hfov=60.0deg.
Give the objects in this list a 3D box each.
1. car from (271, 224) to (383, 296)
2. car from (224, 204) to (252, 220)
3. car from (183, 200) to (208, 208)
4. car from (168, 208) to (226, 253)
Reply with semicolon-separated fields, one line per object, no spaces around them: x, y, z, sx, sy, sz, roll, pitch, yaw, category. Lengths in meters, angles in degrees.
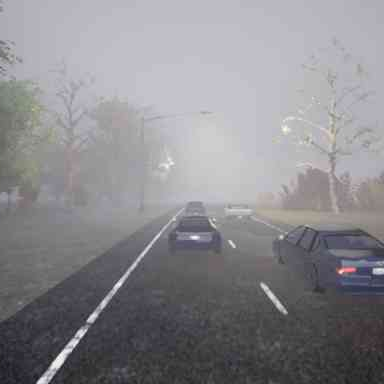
3.587;1.563;8.852;2.033;1.411;5.357;0;0;0;car
3.778;1.626;28.051;1.895;1.301;4.718;0;0;1;car
0.315;1.520;29.737;1.837;1.490;4.892;0;0;1;car
0.103;1.571;13.699;1.994;1.385;4.181;0;0;0;car
